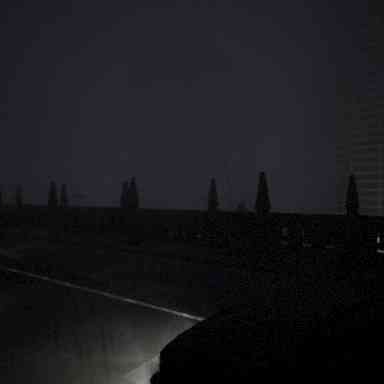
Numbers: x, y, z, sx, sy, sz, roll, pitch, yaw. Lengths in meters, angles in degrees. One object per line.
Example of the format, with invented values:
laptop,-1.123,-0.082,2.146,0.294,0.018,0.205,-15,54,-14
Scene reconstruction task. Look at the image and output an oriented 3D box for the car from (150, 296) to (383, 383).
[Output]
car,2.205,1.545,2.419,5.357,1.411,2.033,0,0,35
